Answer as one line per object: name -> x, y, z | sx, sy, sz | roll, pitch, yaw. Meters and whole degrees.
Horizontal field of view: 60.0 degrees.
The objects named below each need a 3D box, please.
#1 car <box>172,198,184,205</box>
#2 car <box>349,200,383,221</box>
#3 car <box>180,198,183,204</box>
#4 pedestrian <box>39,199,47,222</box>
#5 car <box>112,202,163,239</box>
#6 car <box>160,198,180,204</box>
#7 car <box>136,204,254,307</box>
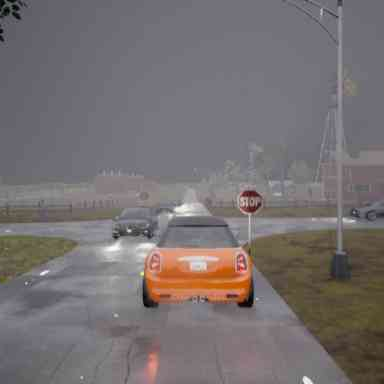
car -> -2.641, 1.793, 63.957 | 2.033, 1.411, 5.357 | 0, -1, 1
car -> 13.562, 1.252, 23.772 | 4.181, 1.385, 1.994 | -1, 1, -1
car -> -2.710, 1.688, 50.612 | 1.994, 1.385, 4.181 | 0, 0, 0
pedestrian -> -12.088, 1.449, 26.978 | 0.375, 1.860, 0.375 | 0, 2, 0
car -> -2.806, 1.509, 17.342 | 1.837, 1.490, 4.892 | 0, 0, 0
car -> -2.795, 1.590, 36.483 | 2.033, 1.411, 5.357 | 0, 0, 1
car -> 0.119, 1.349, 8.100 | 2.097, 1.767, 4.553 | 0, 0, 0
